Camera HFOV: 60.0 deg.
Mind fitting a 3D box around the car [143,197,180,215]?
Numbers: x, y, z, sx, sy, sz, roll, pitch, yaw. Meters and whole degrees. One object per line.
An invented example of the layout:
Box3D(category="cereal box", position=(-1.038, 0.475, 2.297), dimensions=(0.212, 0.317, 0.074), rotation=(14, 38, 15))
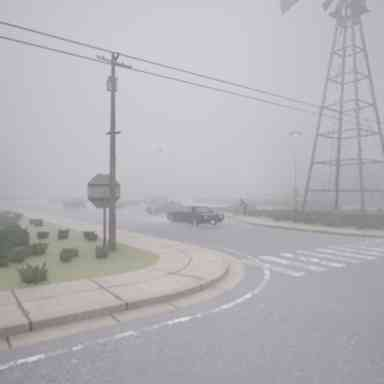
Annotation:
Box3D(category="car", position=(-2.932, 1.612, 35.537), dimensions=(4.193, 1.474, 1.816), rotation=(0, 0, -36))

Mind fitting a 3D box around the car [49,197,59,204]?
Box3D(category="car", position=(-25.695, 1.582, 65.580), dimensions=(4.611, 1.667, 2.242), rotation=(0, 0, -36))

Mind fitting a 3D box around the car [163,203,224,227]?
Box3D(category="car", position=(0.100, 1.681, 23.837), dimensions=(1.895, 1.301, 4.718), rotation=(0, 0, -36))

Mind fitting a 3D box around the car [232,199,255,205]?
Box3D(category="car", position=(6.732, 1.701, 44.113), dimensions=(3.905, 1.438, 1.784), rotation=(0, 0, -36))

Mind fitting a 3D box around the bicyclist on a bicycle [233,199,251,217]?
Box3D(category="bicyclist on a bicycle", position=(4.518, 1.422, 29.944), dimensions=(1.656, 1.620, 0.582), rotation=(0, 0, -2))

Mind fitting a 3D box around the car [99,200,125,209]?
Box3D(category="car", position=(-11.368, 1.415, 46.069), dimensions=(3.866, 1.878, 1.905), rotation=(0, 0, -36))

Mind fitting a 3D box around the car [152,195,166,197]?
Box3D(category="car", position=(-6.716, 1.489, 62.127), dimensions=(4.605, 1.855, 1.932), rotation=(0, 0, -36))

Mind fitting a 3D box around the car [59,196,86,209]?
Box3D(category="car", position=(-16.325, 1.430, 46.000), dimensions=(2.097, 1.767, 4.553), rotation=(0, 0, -36))
